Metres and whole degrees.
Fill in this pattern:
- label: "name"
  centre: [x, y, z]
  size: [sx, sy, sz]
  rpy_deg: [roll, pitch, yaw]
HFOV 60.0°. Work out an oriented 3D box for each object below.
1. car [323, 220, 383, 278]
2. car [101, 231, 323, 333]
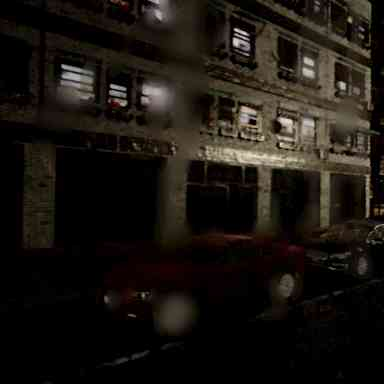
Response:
- label: "car"
  centre: [5.072, 1.555, 10.119]
  size: [4.403, 1.369, 2.008]
  rpy_deg: [0, 1, -35]
- label: "car"
  centre: [0.435, 1.546, 6.812]
  size: [4.507, 1.381, 1.887]
  rpy_deg: [0, 1, -35]
